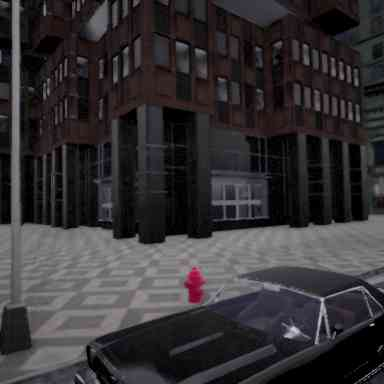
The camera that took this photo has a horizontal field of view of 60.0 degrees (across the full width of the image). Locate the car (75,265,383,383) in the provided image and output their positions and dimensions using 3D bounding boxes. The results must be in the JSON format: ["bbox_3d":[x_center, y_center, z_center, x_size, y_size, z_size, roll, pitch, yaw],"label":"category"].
[{"bbox_3d":[1.105,1.741,4.188,4.718,1.301,1.895,0,-3,-38],"label":"car"}]
